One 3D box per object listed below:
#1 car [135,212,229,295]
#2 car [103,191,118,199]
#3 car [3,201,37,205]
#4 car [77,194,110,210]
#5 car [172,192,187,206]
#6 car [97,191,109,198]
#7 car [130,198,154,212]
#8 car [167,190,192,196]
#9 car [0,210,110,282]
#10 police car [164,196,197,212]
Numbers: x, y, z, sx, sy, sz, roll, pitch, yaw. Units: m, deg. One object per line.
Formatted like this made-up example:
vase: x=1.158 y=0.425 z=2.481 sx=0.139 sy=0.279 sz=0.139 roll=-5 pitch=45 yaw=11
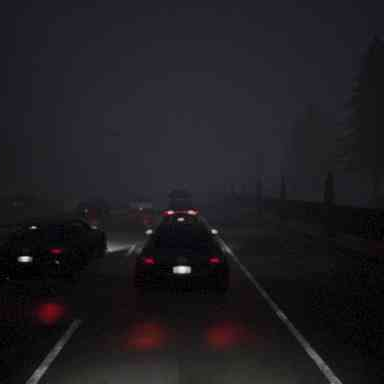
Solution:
car: x=-0.254 y=1.452 z=8.465 sx=1.994 sy=1.385 sz=4.181 roll=0 pitch=1 yaw=-2
car: x=-16.854 y=0.631 z=69.375 sx=2.033 sy=1.411 sz=5.357 roll=0 pitch=1 yaw=-2
car: x=-15.269 y=0.967 z=29.179 sx=2.097 sy=1.767 sz=4.553 roll=0 pitch=1 yaw=-2
car: x=-7.973 y=1.170 z=27.052 sx=1.812 sy=1.442 sz=4.674 roll=0 pitch=1 yaw=-2
car: x=-1.663 y=0.886 z=43.638 sx=1.801 sy=1.575 sz=5.366 roll=0 pitch=1 yaw=-2
car: x=-20.694 y=0.538 z=77.418 sx=1.994 sy=1.385 sz=4.181 roll=0 pitch=1 yaw=-2
car: x=-4.670 y=1.183 z=31.836 sx=1.895 sy=1.301 sz=4.718 roll=0 pitch=1 yaw=-2
car: x=-1.166 y=0.808 z=31.729 sx=2.150 sy=2.045 sz=5.566 roll=0 pitch=1 yaw=-2
car: x=-3.770 y=1.439 z=9.399 sx=1.994 sy=1.385 sz=4.181 roll=0 pitch=1 yaw=-2
police car: x=-0.682 y=1.245 z=20.009 sx=2.038 sy=1.542 sz=4.974 roll=0 pitch=1 yaw=-2
